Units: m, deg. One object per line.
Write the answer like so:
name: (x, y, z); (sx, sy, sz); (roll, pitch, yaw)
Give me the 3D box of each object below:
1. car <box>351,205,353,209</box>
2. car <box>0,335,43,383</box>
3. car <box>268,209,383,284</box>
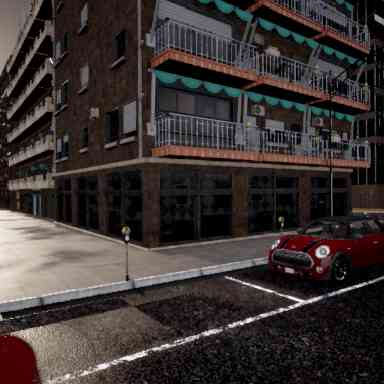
car: (17.738, 1.745, 41.600); (1.967, 1.590, 4.097); (-2, 0, -36)
car: (-3.009, 1.526, 1.226); (4.674, 1.442, 1.812); (0, 0, -36)
car: (4.046, 1.439, 9.476); (4.097, 1.590, 1.967); (0, -1, -36)
